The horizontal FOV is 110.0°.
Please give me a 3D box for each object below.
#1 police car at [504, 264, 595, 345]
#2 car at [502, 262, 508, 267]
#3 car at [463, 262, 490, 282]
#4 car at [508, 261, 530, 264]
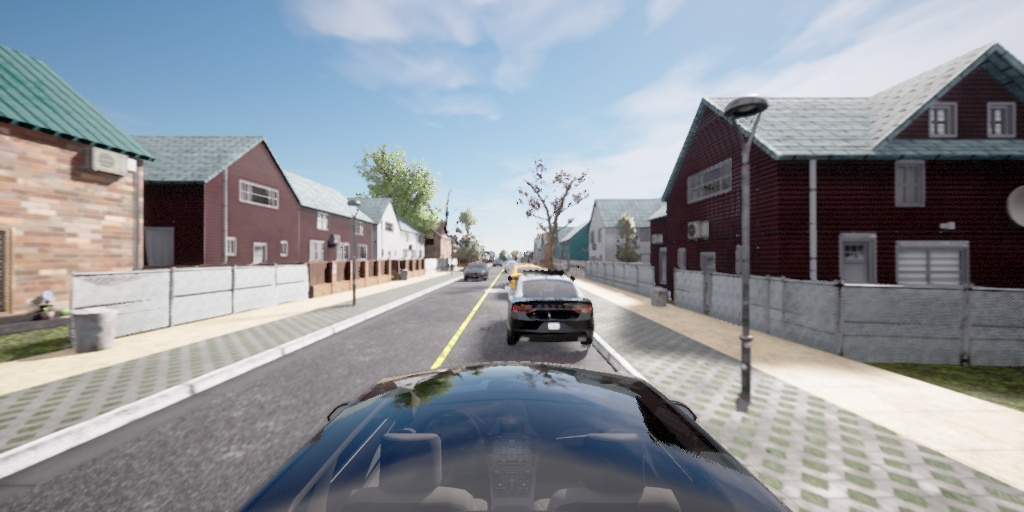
[{"bbox_3d":[0.825,1.173,9.632,1.930,1.638,5.238,0,0,0],"label":"police car"},{"bbox_3d":[0.027,1.356,45.757,1.812,1.442,4.674,0,0,0],"label":"car"},{"bbox_3d":[-2.844,1.274,29.552,1.837,1.490,4.892,0,0,0],"label":"car"},{"bbox_3d":[0.826,1.229,19.522,1.882,1.535,5.008,0,0,0],"label":"car"}]
